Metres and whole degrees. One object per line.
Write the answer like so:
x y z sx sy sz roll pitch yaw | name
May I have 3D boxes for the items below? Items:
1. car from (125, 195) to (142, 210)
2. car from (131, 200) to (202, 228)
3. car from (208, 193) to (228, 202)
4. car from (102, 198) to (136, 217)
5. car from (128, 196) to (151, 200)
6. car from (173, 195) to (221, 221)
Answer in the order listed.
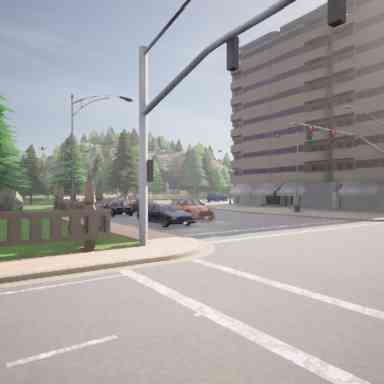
-7.609 1.297 43.701 2.097 1.767 4.553 0 0 -8 | car
-1.892 1.492 22.259 2.033 1.411 5.357 0 0 -34 | car
5.480 1.170 70.894 2.150 2.045 5.566 0 0 40 | car
-6.874 1.545 30.640 1.895 1.301 4.718 0 0 -27 | car
-4.854 1.422 34.377 1.882 1.535 5.008 0 0 -22 | car
-0.136 1.296 26.077 2.097 1.767 4.553 0 0 -32 | car
